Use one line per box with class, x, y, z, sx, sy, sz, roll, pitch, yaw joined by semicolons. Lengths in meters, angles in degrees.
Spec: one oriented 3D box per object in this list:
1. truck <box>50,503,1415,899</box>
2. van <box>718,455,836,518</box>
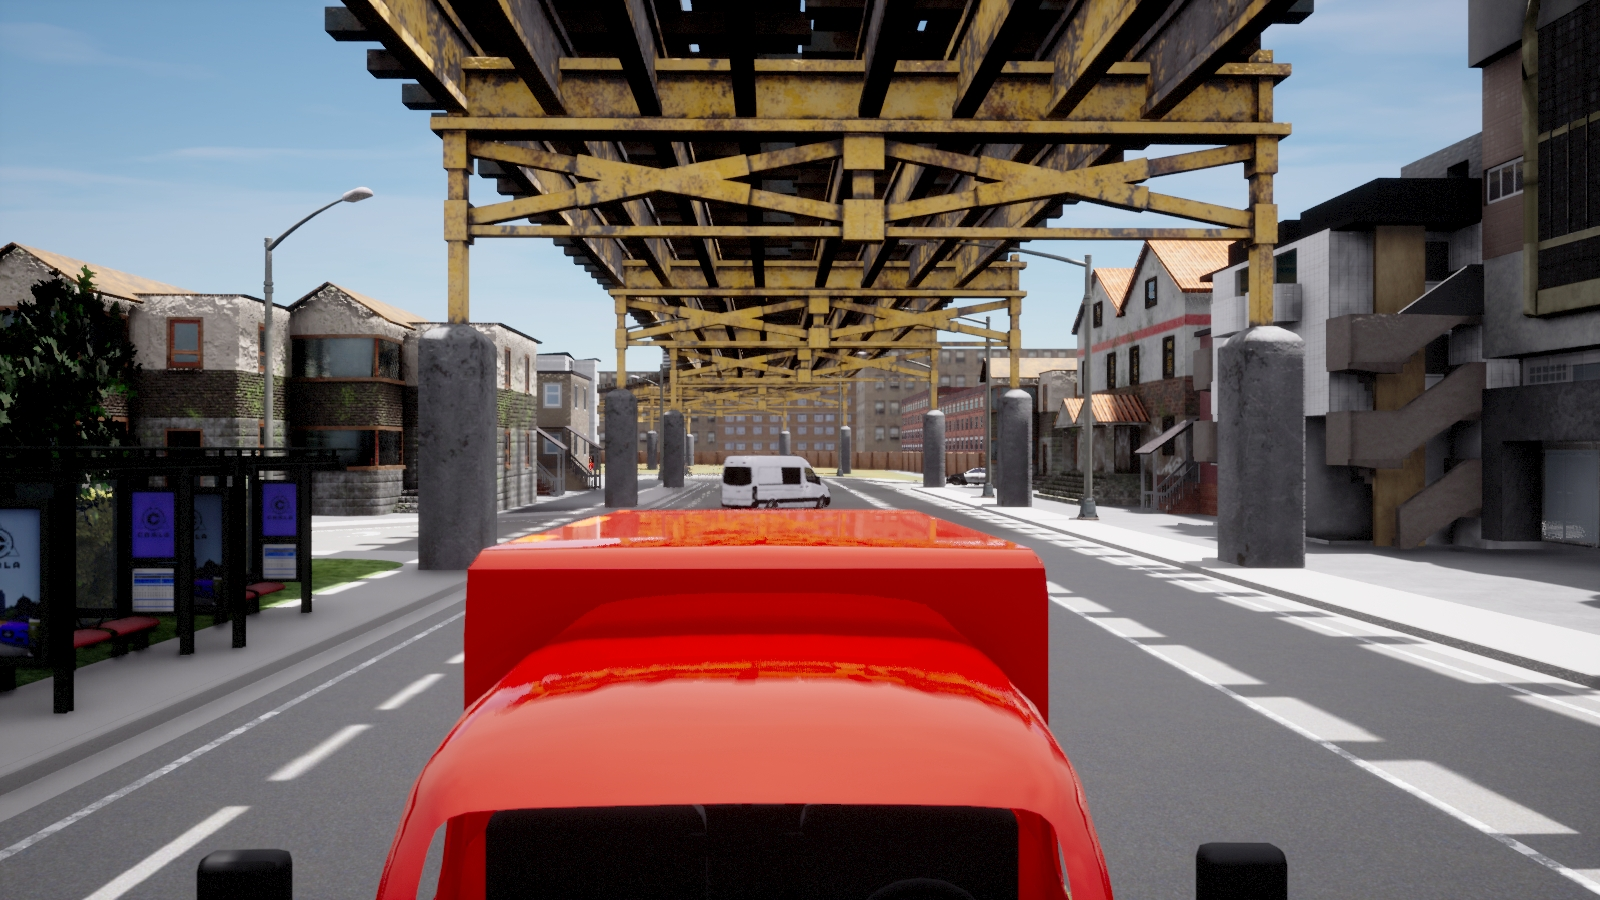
truck;-0.167;1.570;4.801;2.627;2.467;5.204;0;0;-1
van;-0.933;1.534;50.429;1.988;2.561;5.915;1;0;37
